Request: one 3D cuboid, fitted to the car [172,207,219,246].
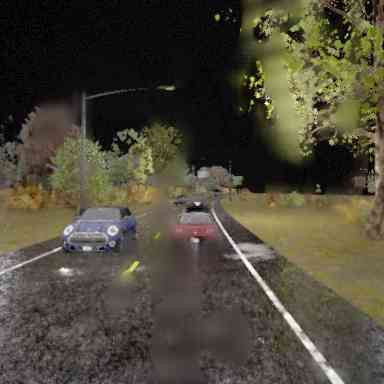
[{"bbox_3d":[0.157,1.603,15.242,1.895,1.301,4.718,0,0,1],"label":"car"}]

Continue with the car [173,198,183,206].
[{"bbox_3d":[-1.966,1.602,55.043,1.895,1.301,4.718,0,0,4],"label":"car"}]

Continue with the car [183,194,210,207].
[{"bbox_3d":[0.607,1.228,33.060,2.150,2.045,5.566,0,0,2],"label":"car"}]

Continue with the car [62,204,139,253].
[{"bbox_3d":[-3.549,1.342,13.595,2.097,1.767,4.553,0,0,1],"label":"car"}]
